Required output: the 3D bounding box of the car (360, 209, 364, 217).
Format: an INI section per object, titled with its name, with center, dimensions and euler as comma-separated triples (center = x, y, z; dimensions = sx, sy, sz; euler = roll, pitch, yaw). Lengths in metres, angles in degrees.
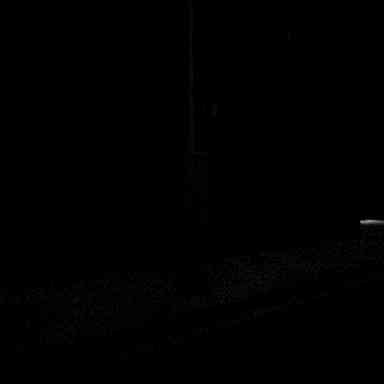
[car]
center = 11.215, 1.388, 26.199
dimensions = 1.994, 1.385, 4.181
euler = 0, 1, -36
